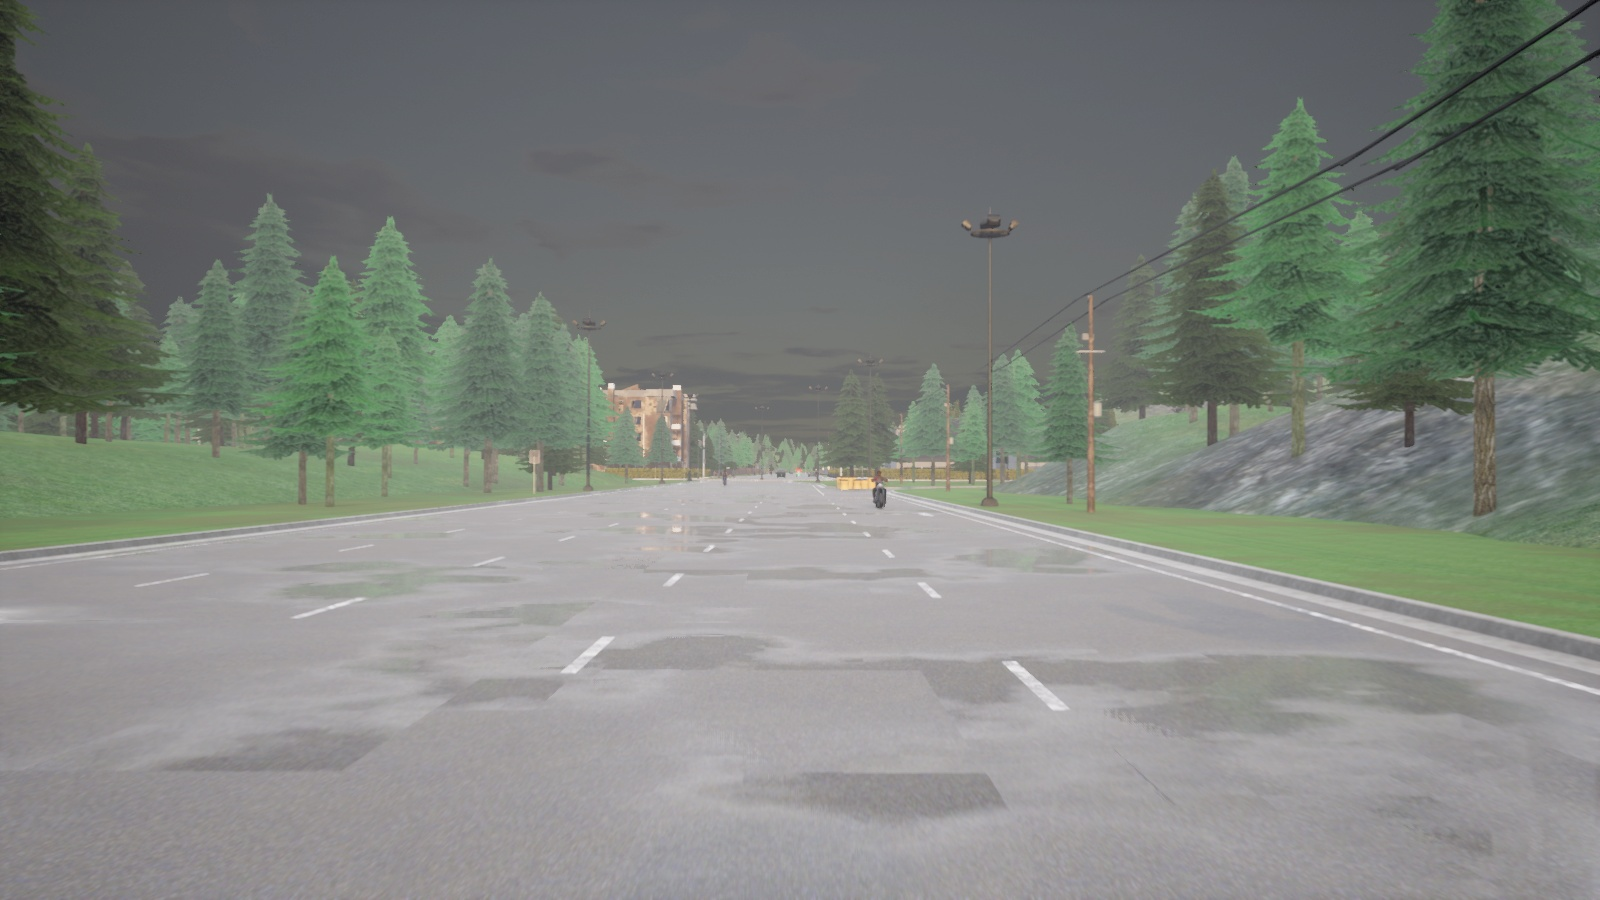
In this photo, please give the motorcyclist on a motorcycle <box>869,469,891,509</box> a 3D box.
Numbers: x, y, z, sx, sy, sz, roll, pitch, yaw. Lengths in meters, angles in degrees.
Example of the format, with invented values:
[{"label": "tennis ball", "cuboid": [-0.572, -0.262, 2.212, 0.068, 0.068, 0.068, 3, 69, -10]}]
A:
[{"label": "motorcyclist on a motorcycle", "cuboid": [3.372, 1.637, 52.909, 0.766, 1.649, 2.350, 0, -1, 0]}]
